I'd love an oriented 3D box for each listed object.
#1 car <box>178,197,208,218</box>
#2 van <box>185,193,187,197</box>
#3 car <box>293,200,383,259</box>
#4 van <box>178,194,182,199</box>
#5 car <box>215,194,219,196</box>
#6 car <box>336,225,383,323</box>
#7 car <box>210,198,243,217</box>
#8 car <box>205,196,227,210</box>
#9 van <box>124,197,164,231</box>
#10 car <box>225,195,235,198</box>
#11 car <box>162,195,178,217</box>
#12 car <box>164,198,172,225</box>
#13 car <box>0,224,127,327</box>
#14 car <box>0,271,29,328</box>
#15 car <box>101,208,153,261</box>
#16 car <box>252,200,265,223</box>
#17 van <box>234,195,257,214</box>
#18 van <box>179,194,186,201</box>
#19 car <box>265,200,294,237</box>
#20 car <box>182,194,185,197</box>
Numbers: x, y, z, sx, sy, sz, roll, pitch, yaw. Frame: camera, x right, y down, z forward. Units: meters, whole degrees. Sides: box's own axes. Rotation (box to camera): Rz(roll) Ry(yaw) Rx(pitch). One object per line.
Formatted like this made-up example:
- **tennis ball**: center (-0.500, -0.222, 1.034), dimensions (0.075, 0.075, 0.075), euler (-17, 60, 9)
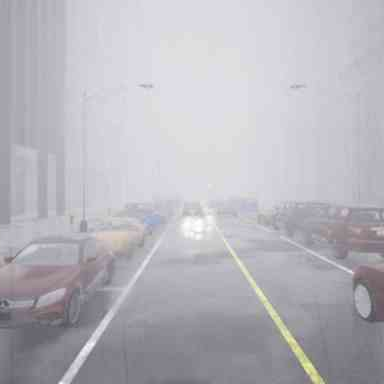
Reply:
- **car**: center (0.061, 1.522, 30.282), dimensions (2.128, 1.511, 4.902), euler (0, 0, 0)
- **van**: center (-2.604, 1.419, 74.256), dimensions (1.690, 1.788, 3.998), euler (0, 0, 0)
- **car**: center (5.785, 1.343, 12.545), dimensions (2.192, 1.841, 5.009), euler (0, 0, 0)
- **van**: center (-2.666, 1.383, 46.208), dimensions (1.690, 1.788, 3.998), euler (0, 0, 0)
- **car**: center (5.896, 1.527, 63.027), dimensions (1.967, 1.590, 4.097), euler (0, 0, 0)
- **car**: center (3.902, 1.493, 4.229), dimensions (1.882, 1.535, 5.008), euler (0, 0, 0)
- **car**: center (3.138, 1.588, 31.255), dimensions (2.033, 1.411, 5.357), euler (0, 0, 0)
- **car**: center (3.107, 1.620, 44.088), dimensions (1.994, 1.385, 4.181), euler (0, 0, 0)
- **van**: center (-2.728, 1.351, 18.161), dimensions (1.690, 1.788, 3.998), euler (0, 0, 0)
- **car**: center (5.859, 1.380, 46.200), dimensions (2.192, 1.841, 5.009), euler (0, 0, 0)
- **car**: center (-2.703, 1.337, 29.380), dimensions (2.192, 1.841, 5.009), euler (0, 0, 0)
- **car**: center (-2.716, 1.456, 23.770), dimensions (1.967, 1.590, 4.097), euler (0, 0, 0)
- **car**: center (-2.754, 1.581, 6.942), dimensions (1.802, 1.307, 4.206), euler (0, 0, 0)
- **car**: center (-2.766, 1.544, 1.333), dimensions (2.008, 1.369, 4.403), euler (0, 0, 0)
- **car**: center (-2.742, 1.529, 12.381), dimensions (1.752, 1.417, 4.829), euler (0, 0, 0)
- **car**: center (5.809, 1.565, 23.934), dimensions (1.752, 1.417, 4.829), euler (0, 0, 0)
- **van**: center (5.834, 1.393, 34.982), dimensions (1.690, 1.788, 3.998), euler (0, 0, 0)
- **van**: center (-2.566, 1.442, 91.085), dimensions (1.690, 1.788, 3.998), euler (0, 0, 0)
- **car**: center (5.797, 1.349, 18.154), dimensions (2.192, 1.841, 5.009), euler (0, 0, 0)
- **car**: center (-2.653, 1.363, 51.818), dimensions (2.192, 1.841, 5.009), euler (0, 0, 0)
